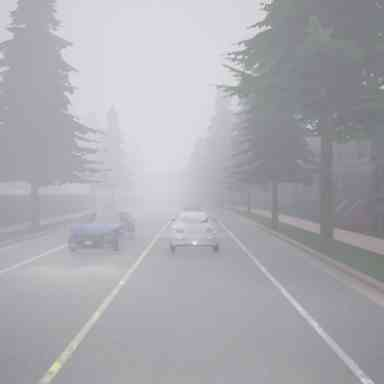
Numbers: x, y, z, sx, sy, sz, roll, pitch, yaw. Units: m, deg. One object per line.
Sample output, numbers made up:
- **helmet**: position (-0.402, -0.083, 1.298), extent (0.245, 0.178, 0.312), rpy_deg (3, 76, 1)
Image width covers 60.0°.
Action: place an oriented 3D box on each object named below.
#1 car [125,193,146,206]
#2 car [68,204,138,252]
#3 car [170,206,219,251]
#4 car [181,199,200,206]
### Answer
- **car**: position (-9.786, 1.256, 56.991), extent (2.150, 2.045, 5.566), rpy_deg (0, 0, -29)
- **car**: position (-3.601, 1.487, 14.065), extent (1.882, 1.535, 5.008), rpy_deg (0, 0, 0)
- **car**: position (0.088, 1.535, 14.005), extent (1.812, 1.442, 4.674), rpy_deg (0, 0, 0)
- **car**: position (-0.128, 1.515, 36.235), extent (2.128, 1.511, 4.902), rpy_deg (0, 0, -3)
